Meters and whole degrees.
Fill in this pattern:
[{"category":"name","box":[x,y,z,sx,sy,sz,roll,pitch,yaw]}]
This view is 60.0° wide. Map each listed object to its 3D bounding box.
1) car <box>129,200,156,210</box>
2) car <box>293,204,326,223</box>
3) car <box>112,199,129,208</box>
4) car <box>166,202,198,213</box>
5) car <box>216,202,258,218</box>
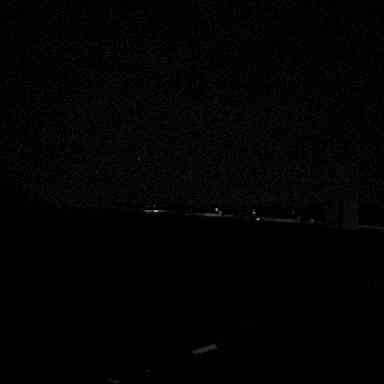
[{"category":"car","box":[-7.173,1.975,49.991,1.837,1.490,4.892,2,-2,-36]},{"category":"car","box":[10.241,1.702,25.948,2.128,1.511,4.902,2,-1,-37]},{"category":"car","box":[-13.754,2.186,64.035,1.882,1.535,5.008,2,-2,-36]},{"category":"car","box":[-1.310,1.974,41.834,1.895,1.301,4.718,2,-2,-36]},{"category":"car","box":[4.508,1.775,33.792,2.128,1.511,4.902,2,-1,-36]}]
